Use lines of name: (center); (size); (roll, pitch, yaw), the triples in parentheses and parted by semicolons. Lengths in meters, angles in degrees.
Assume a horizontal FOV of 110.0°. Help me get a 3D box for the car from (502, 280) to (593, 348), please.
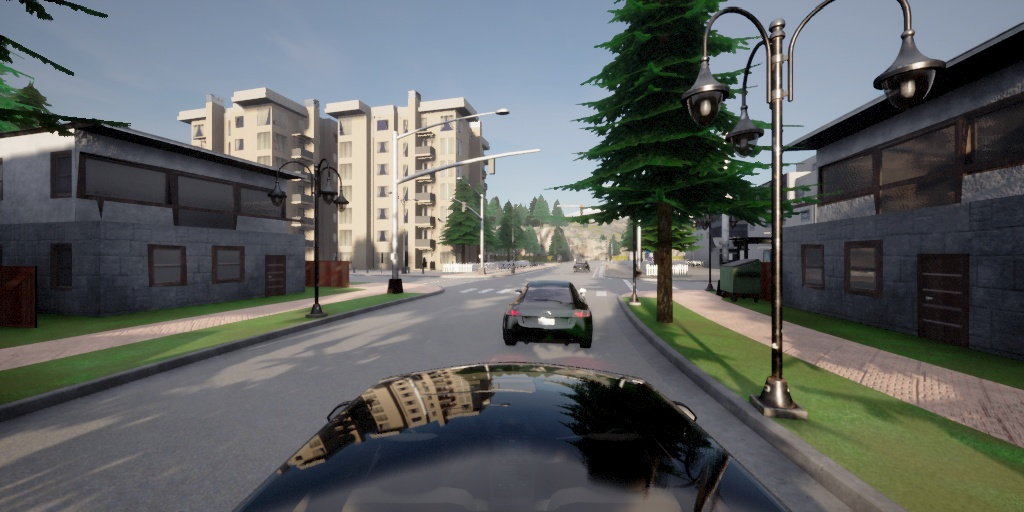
car: (0.994, 1.314, 9.322); (1.994, 1.385, 4.181); (0, 0, 8)

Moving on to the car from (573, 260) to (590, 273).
car: (8.735, 1.276, 44.869); (2.128, 1.511, 4.902); (0, 0, 14)
